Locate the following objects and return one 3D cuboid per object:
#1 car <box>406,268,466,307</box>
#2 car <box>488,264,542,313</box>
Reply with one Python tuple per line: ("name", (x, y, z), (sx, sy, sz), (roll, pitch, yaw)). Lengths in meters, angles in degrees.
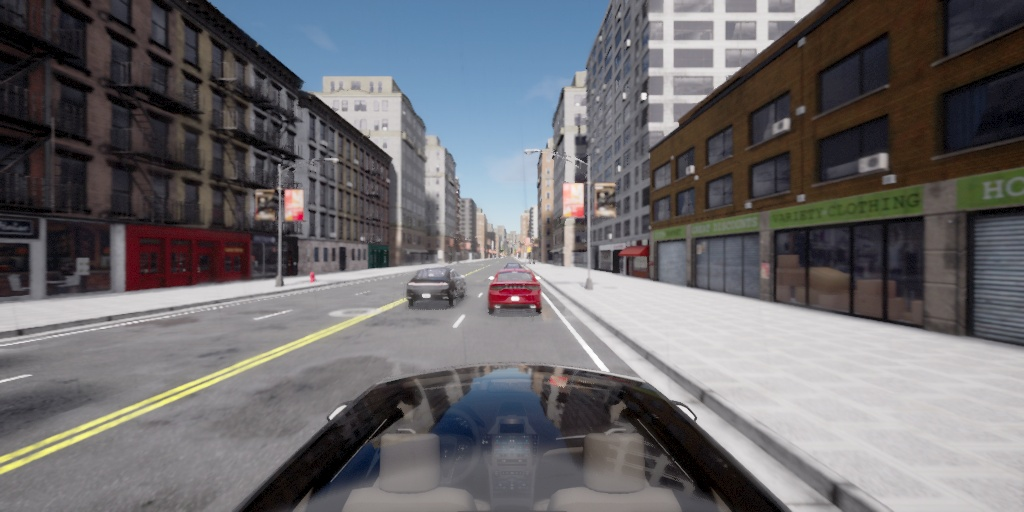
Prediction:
("car", (-3.142, 1.248, 15.577), (2.128, 1.511, 4.902), (0, 0, 0))
("car", (0.107, 1.233, 14.126), (1.882, 1.535, 5.008), (0, 0, 0))
